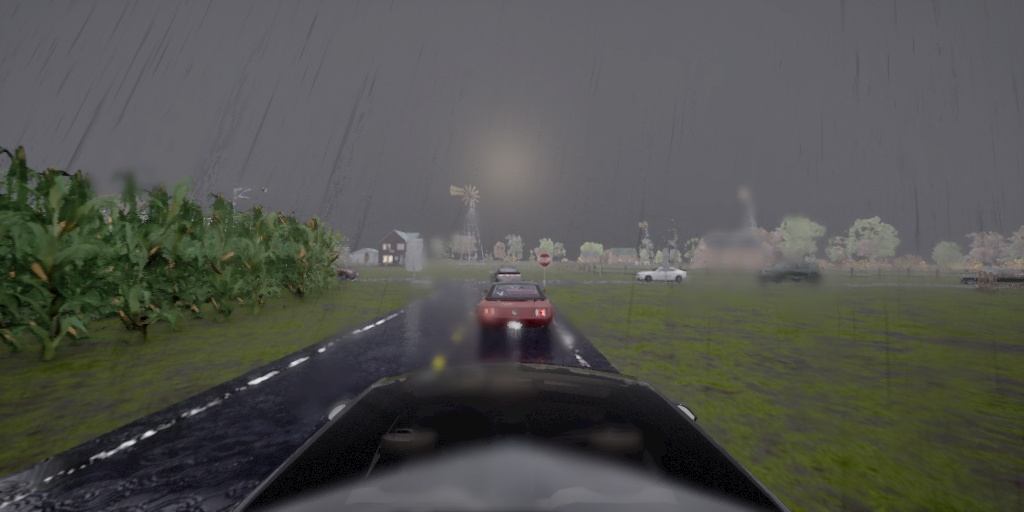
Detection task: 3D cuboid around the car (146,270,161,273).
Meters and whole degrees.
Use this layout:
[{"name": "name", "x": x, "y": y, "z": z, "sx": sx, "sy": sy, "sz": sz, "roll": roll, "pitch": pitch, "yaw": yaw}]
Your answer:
[{"name": "car", "x": -28.395, "y": 0.845, "z": 30.916, "sx": 5.566, "sy": 2.045, "sz": 2.150, "roll": 1, "pitch": -1, "yaw": 0}]

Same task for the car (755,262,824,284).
[{"name": "car", "x": 26.414, "y": 1.605, "z": 34.154, "sx": 5.566, "sy": 2.045, "sz": 2.150, "roll": 1, "pitch": -1, "yaw": 0}]

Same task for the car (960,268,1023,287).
[{"name": "car", "x": 45.893, "y": 1.972, "z": 34.186, "sx": 4.553, "sy": 1.767, "sz": 2.097, "roll": 1, "pitch": -1, "yaw": 0}]

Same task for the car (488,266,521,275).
[{"name": "car", "x": -0.497, "y": 1.426, "z": 24.463, "sx": 2.128, "sy": 1.511, "sz": 4.902, "roll": 0, "pitch": 0, "yaw": -9}]

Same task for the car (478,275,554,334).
[{"name": "car", "x": 0.095, "y": 1.425, "z": 10.933, "sx": 1.895, "sy": 1.301, "sz": 4.718, "roll": 0, "pitch": 0, "yaw": 0}]

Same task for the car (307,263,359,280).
[{"name": "car", "x": -15.679, "y": 1.309, "z": 30.976, "sx": 4.674, "sy": 1.442, "sz": 1.812, "roll": 1, "pitch": -1, "yaw": 0}]

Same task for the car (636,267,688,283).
[{"name": "car", "x": 14.184, "y": 1.755, "z": 34.081, "sx": 4.674, "sy": 1.442, "sz": 1.812, "roll": 1, "pitch": -1, "yaw": 0}]
